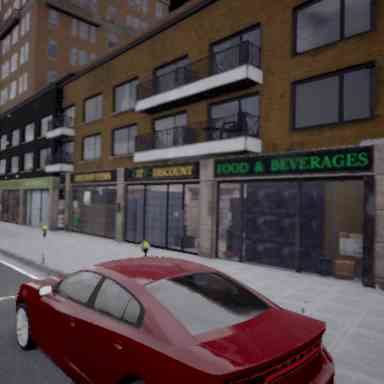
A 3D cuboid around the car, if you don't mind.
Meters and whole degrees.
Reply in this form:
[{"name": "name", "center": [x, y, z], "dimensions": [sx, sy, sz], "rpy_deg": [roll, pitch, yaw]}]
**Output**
[{"name": "car", "center": [-0.769, 1.617, 4.470], "dimensions": [1.882, 1.535, 5.008], "rpy_deg": [3, -3, -44]}]
